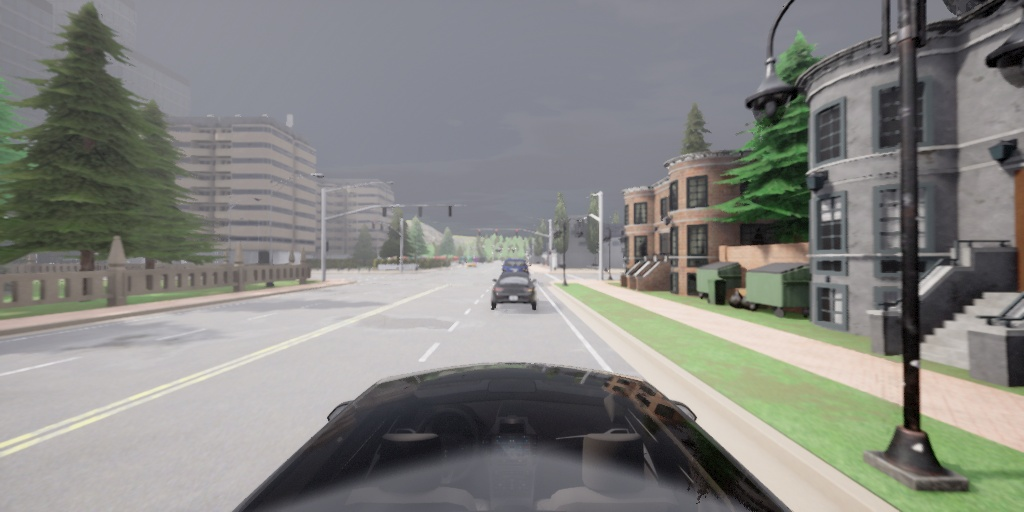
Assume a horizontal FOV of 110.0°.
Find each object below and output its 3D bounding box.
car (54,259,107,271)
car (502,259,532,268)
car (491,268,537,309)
[{"bbox_3d":[-48.182,1.361,40.327,5.566,2.045,2.150,0,-1,1],"label":"car"},{"bbox_3d":[0.387,1.253,29.244,2.150,2.045,5.566,0,0,5],"label":"car"},{"bbox_3d":[0.109,1.416,15.602,1.812,1.442,4.674,0,0,1],"label":"car"}]
